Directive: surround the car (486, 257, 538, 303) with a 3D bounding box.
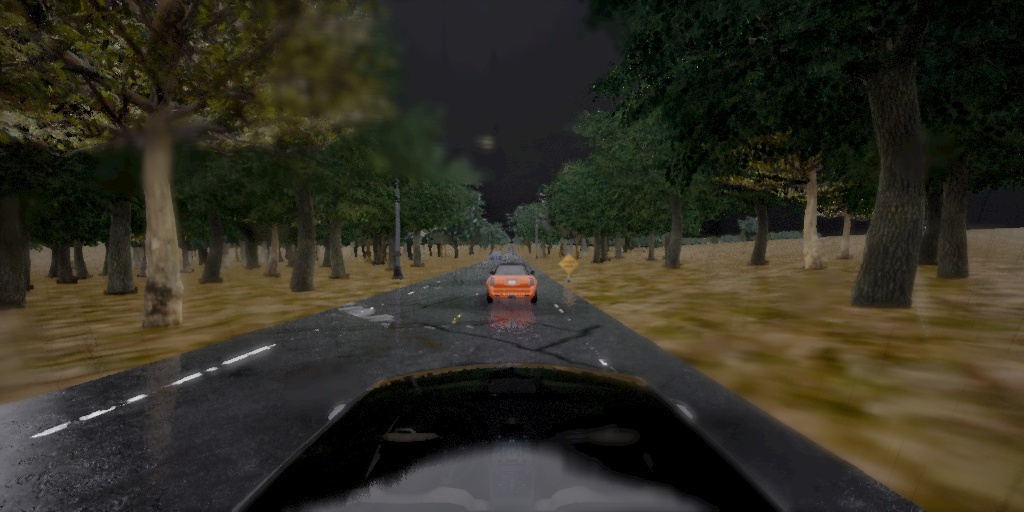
[{"bbox_3d":[0.000,1.064,16.464,2.097,1.767,4.553,0,0,0],"label":"car"}]

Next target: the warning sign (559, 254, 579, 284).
[{"bbox_3d":[3.550,0.763,22.451,1.300,1.860,1.060,0,0,0],"label":"warning sign"}]
